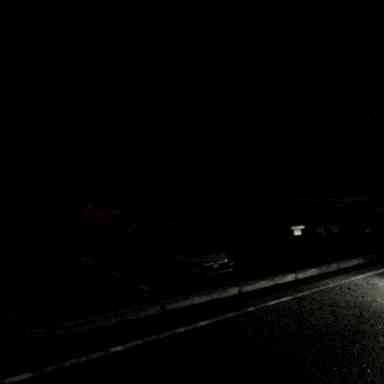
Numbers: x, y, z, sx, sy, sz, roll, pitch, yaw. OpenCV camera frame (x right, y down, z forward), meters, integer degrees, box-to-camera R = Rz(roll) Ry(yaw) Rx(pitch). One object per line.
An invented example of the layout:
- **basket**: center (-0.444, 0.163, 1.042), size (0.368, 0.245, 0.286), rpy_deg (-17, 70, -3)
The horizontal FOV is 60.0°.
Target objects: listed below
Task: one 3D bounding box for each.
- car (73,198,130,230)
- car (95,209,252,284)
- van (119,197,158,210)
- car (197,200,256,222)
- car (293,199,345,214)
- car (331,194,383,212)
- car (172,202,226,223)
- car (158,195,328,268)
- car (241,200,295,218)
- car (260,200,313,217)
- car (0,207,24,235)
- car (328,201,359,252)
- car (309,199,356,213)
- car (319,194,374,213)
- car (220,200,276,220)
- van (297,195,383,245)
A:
- **car**: center (-6.288, 1.433, 22.058), size (2.185, 1.767, 4.553), rpy_deg (0, 0, -36)
- **car**: center (-0.853, 1.501, 9.883), size (2.231, 1.521, 4.892), rpy_deg (0, 0, -36)
- **van**: center (-4.126, 1.328, 23.813), size (1.878, 1.987, 4.442), rpy_deg (0, 0, -36)
- **car**: center (2.808, 1.544, 28.488), size (1.946, 1.575, 5.366), rpy_deg (0, 0, -36)
- **car**: center (13.955, 1.545, 36.837), size (2.097, 1.535, 5.008), rpy_deg (0, 0, -36)
- **car**: center (20.619, 1.309, 41.669), size (2.435, 2.045, 5.566), rpy_deg (0, 0, -36)
- **car**: center (0.449, 1.590, 26.996), size (2.002, 1.452, 4.674), rpy_deg (0, 0, -36)
- **car**: center (1.402, 1.243, 11.551), size (2.435, 2.045, 5.566), rpy_deg (0, 0, -36)
- **car**: center (7.218, 1.574, 31.896), size (2.163, 1.488, 4.792), rpy_deg (0, 0, -36)
- **car**: center (9.435, 1.572, 33.584), size (2.163, 1.488, 4.792), rpy_deg (0, 0, -36)
- **car**: center (-10.810, 1.616, 18.810), size (2.002, 1.452, 4.674), rpy_deg (0, 0, -36)
- **car**: center (3.703, 1.363, 13.150), size (2.185, 1.767, 4.553), rpy_deg (0, 0, -36)
- **car**: center (16.104, 1.588, 38.407), size (2.002, 1.452, 4.674), rpy_deg (0, 0, -36)
- **car**: center (18.468, 1.302, 40.100), size (2.435, 2.045, 5.566), rpy_deg (0, 0, -36)
- **car**: center (4.954, 1.546, 30.275), size (2.097, 1.535, 5.008), rpy_deg (0, 0, -36)
- **van**: center (6.019, 1.260, 14.733), size (1.878, 1.987, 4.442), rpy_deg (0, 0, -36)
